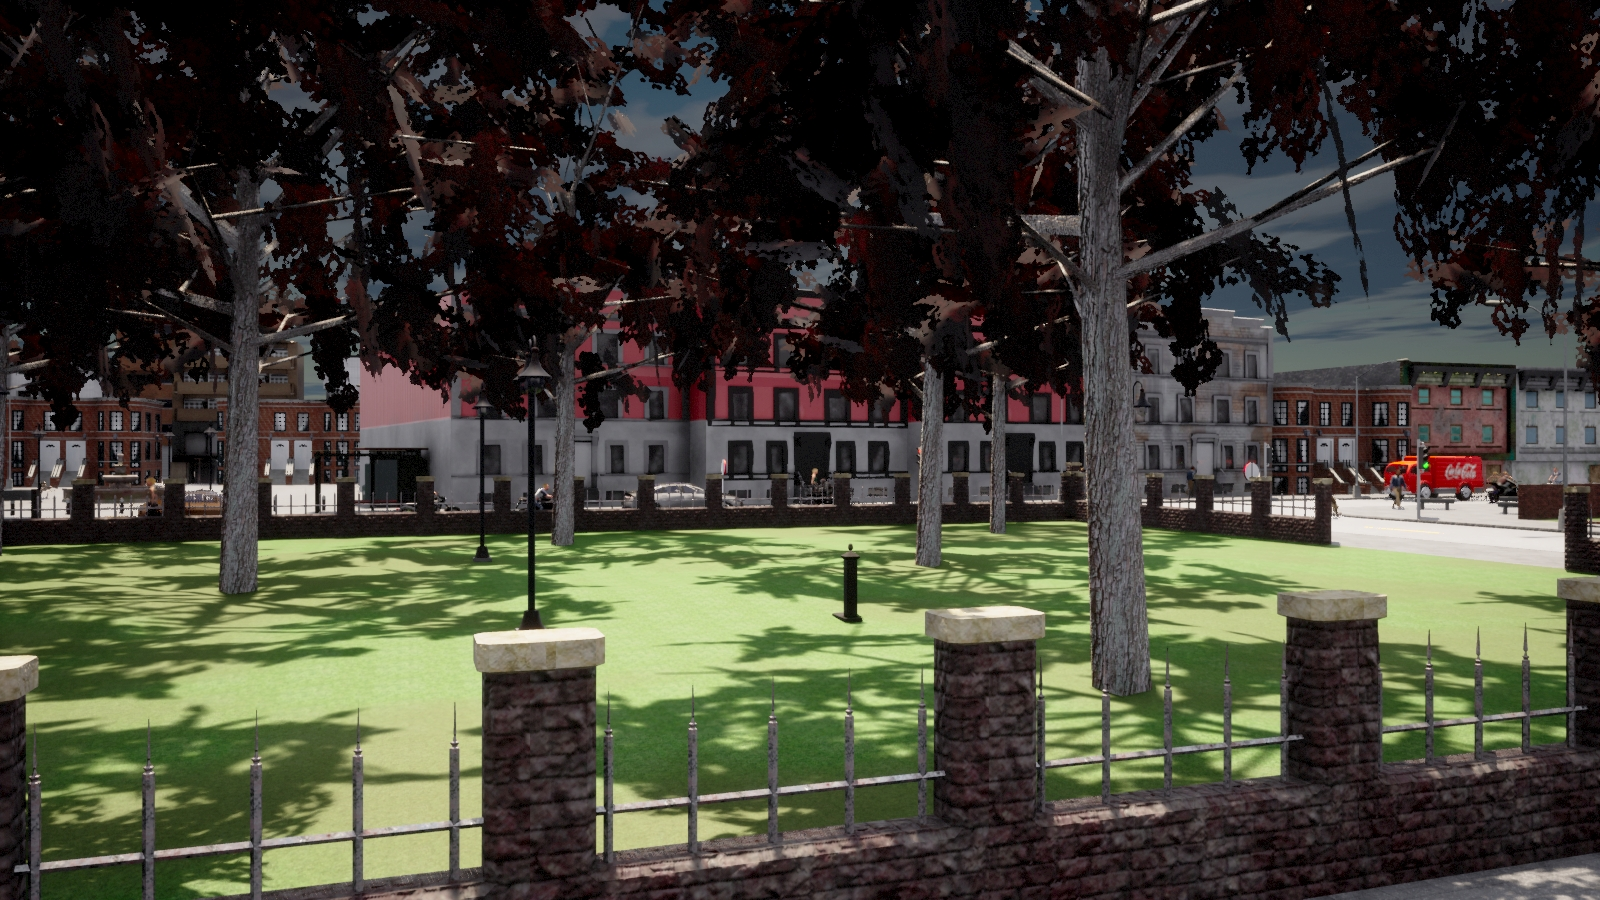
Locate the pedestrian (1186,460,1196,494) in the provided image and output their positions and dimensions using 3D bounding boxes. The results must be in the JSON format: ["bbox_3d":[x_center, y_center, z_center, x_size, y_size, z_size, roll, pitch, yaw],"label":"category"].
[{"bbox_3d":[22.032,1.523,64.333,0.375,1.860,0.375,0,0,-18],"label":"pedestrian"}]

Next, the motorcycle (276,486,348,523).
[{"bbox_3d":[-17.611,1.950,41.298,2.356,1.277,0.764,0,0,-19],"label":"motorcycle"}]

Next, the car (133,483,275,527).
[{"bbox_3d":[-20.864,1.899,40.174,4.181,1.385,1.994,0,0,-19],"label":"car"}]

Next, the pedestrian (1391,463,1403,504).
[{"bbox_3d":[26.929,1.517,51.541,0.375,1.860,0.375,0,0,3],"label":"pedestrian"}]

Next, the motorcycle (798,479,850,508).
[{"bbox_3d":[1.102,1.985,52.047,2.209,1.251,0.867,0,0,-19],"label":"motorcycle"}]

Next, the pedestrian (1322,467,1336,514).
[{"bbox_3d":[21.358,1.629,46.126,0.375,1.860,0.375,0,0,-13],"label":"pedestrian"}]

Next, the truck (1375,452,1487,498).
[{"bbox_3d":[35.004,1.348,63.458,5.204,2.467,2.627,0,0,-19],"label":"truck"}]

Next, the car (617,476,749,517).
[{"bbox_3d":[-4.677,1.827,45.707,4.902,1.511,2.128,0,0,-19],"label":"car"}]

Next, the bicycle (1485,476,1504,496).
[{"bbox_3d":[39.299,2.036,64.656,0.859,1.080,1.487,0,0,35],"label":"bicycle"}]

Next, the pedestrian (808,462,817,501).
[{"bbox_3d":[0.603,1.524,55.203,0.375,1.860,0.375,0,0,-6],"label":"pedestrian"}]

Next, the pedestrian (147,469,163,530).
[{"bbox_3d":[-19.973,1.523,35.400,0.375,1.860,0.375,0,0,-19],"label":"pedestrian"}]
